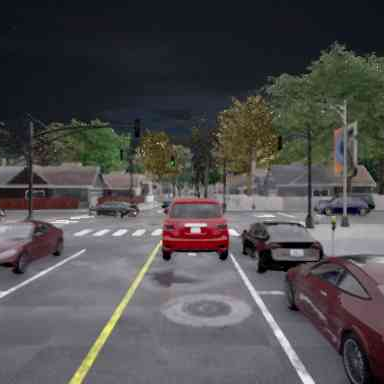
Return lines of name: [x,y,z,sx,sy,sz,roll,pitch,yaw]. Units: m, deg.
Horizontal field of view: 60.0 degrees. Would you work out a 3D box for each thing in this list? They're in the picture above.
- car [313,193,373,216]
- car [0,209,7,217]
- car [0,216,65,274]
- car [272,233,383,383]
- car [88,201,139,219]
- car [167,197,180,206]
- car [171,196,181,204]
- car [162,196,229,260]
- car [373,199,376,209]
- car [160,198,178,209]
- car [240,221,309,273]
car: [13.384,1.247,30.170,4.553,1.767,2.097,0,0,0]
car: [-17.515,1.589,26.745,4.892,1.490,1.837,0,0,0]
car: [-5.386,1.577,10.455,1.802,1.307,4.206,0,0,0]
car: [2.638,1.579,4.937,1.802,1.307,4.206,0,0,0]
car: [-6.868,1.519,29.009,4.892,1.490,1.837,0,-2,30]
car: [-3.036,1.566,55.685,1.994,1.385,4.181,0,0,0]
car: [-3.062,1.535,65.935,1.812,1.442,4.674,0,0,0]
car: [0.106,1.216,12.495,2.150,2.045,5.566,0,0,0]
car: [15.434,1.102,33.451,5.566,2.045,2.150,0,0,-2]
car: [-3.049,1.544,45.796,2.033,1.411,5.357,0,0,0]
car: [2.639,1.560,10.455,1.947,1.339,4.313,0,0,0]
